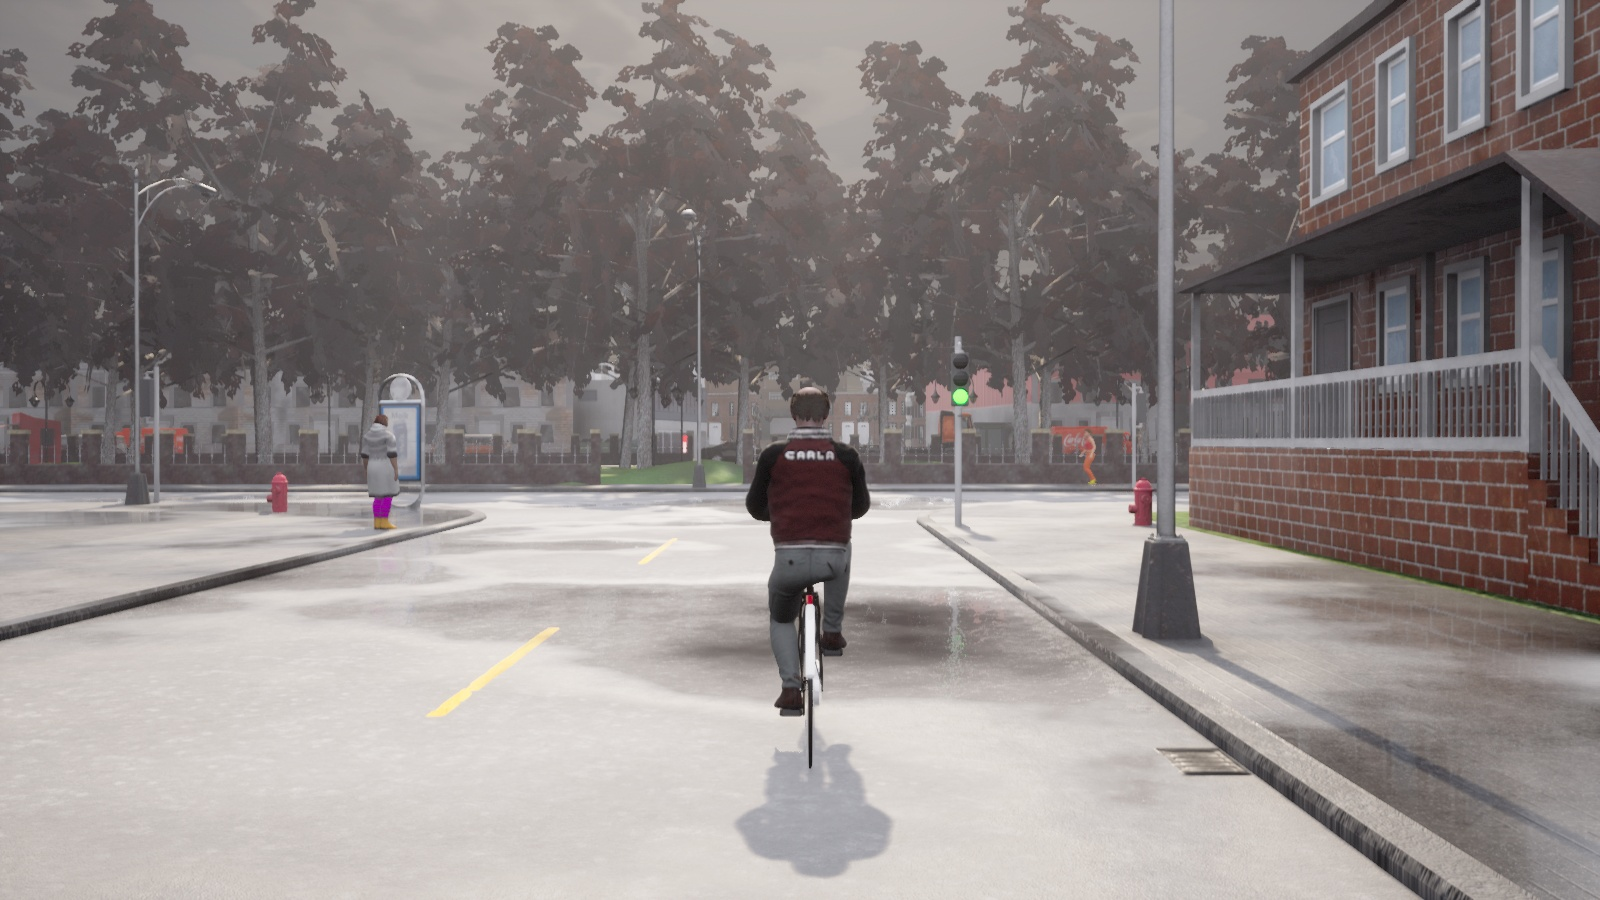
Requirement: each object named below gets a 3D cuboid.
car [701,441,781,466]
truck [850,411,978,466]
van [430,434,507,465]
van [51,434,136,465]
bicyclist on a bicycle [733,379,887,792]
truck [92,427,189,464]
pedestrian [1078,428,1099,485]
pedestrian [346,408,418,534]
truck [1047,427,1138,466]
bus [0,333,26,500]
[{"bbox_3d":[-3.771,0.208,80.436,5.008,1.535,1.882,0,0,0],"label":"car"},{"bbox_3d":[7.244,-0.743,80.378,7.936,3.462,2.891,0,0,0],"label":"truck"},{"bbox_3d":[-21.228,-0.032,80.505,4.442,1.987,1.775,0,0,0],"label":"van"},{"bbox_3d":[-45.326,-0.051,80.586,4.442,1.987,1.775,0,0,0],"label":"van"},{"bbox_3d":[0.049,0.577,6.318,0.659,1.776,1.843,0,1,0],"label":"bicyclist on a bicycle"},{"bbox_3d":[-44.372,-0.316,84.580,5.204,2.467,2.627,0,0,0],"label":"truck"},{"bbox_3d":[9.291,0.205,40.435,0.594,1.836,0.345,0,0,0],"label":"pedestrian"},{"bbox_3d":[-6.634,0.323,19.954,0.659,1.952,0.873,0,0,28],"label":"pedestrian"},{"bbox_3d":[18.654,-0.238,80.328,5.204,2.467,2.627,0,0,0],"label":"truck"},{"bbox_3d":[-25.580,-0.850,31.242,10.273,4.253,3.944,0,0,1],"label":"bus"}]
